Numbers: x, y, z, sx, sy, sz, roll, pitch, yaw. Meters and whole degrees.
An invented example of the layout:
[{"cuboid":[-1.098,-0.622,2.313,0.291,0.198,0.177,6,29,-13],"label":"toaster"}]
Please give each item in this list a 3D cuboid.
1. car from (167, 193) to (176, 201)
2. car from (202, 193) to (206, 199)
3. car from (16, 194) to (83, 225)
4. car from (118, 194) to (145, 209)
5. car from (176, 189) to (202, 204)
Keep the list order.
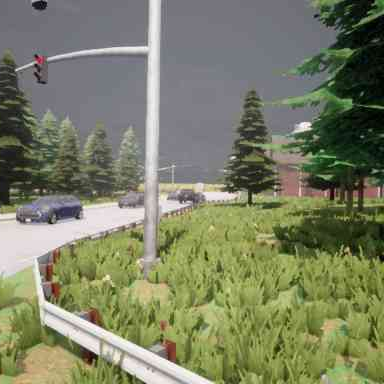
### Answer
[{"cuboid":[-2.807,0.786,54.574,1.994,1.385,4.181,1,1,9],"label":"car"},{"cuboid":[1.241,0.788,57.384,2.033,1.411,5.357,1,1,9],"label":"car"},{"cuboid":[-8.657,0.952,20.627,2.097,1.767,4.553,1,1,10],"label":"car"},{"cuboid":[-6.097,0.944,34.488,1.837,1.490,4.892,1,1,10],"label":"car"},{"cuboid":[-0.341,0.591,46.832,2.150,2.045,5.566,1,1,9],"label":"car"}]
